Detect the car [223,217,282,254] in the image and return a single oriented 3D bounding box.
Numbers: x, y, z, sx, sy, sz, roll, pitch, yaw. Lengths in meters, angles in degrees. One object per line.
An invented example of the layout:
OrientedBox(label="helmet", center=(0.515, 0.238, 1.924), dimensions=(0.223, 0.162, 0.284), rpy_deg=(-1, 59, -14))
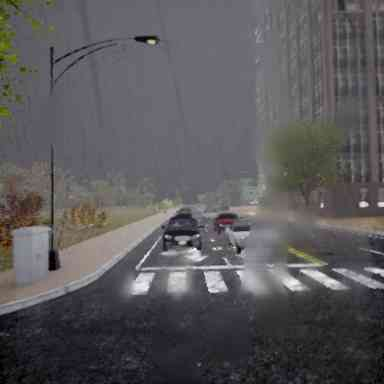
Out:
OrientedBox(label="car", center=(2.816, 2.070, 15.991), dimensions=(1.895, 1.301, 4.718), rpy_deg=(-1, -2, -1))

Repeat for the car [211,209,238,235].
OrientedBox(label="car", center=(2.693, 2.295, 24.863), dimensions=(1.812, 1.442, 4.674), rpy_deg=(-1, -2, -1))

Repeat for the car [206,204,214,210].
OrientedBox(label="car", center=(5.069, 4.371, 95.107), dimensions=(1.882, 1.535, 5.008), rpy_deg=(-1, -2, -1))

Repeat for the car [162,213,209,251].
OrientedBox(label="car", center=(-0.452, 2.066, 17.184), dimensions=(2.128, 1.511, 4.902), rpy_deg=(-1, -2, -1))

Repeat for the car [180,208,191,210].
OrientedBox(label="car", center=(-0.770, 2.756, 41.753), dimensions=(2.097, 1.767, 4.553), rpy_deg=(-1, -2, -1))

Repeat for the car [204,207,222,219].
OrientedBox(label="car", center=(2.467, 2.995, 43.404), dimensions=(1.895, 1.301, 4.718), rpy_deg=(-1, -2, 0))

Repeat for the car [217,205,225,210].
OrientedBox(label="car", center=(8.320, 4.426, 95.180), dimensions=(1.895, 1.301, 4.718), rpy_deg=(-1, -2, -1))

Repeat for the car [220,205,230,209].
OrientedBox(label="car", center=(8.465, 4.137, 84.735), dimensions=(1.837, 1.490, 4.892), rpy_deg=(-1, -2, -1))

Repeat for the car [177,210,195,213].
OrientedBox(label="car", center=(-0.583, 2.420, 26.633), dimensions=(1.812, 1.442, 4.674), rpy_deg=(-1, -2, -1))

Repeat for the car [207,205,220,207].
OrientedBox(label="car", center=(5.216, 4.240, 84.687), dimensions=(2.033, 1.411, 5.357), rpy_deg=(-1, -2, -1))
